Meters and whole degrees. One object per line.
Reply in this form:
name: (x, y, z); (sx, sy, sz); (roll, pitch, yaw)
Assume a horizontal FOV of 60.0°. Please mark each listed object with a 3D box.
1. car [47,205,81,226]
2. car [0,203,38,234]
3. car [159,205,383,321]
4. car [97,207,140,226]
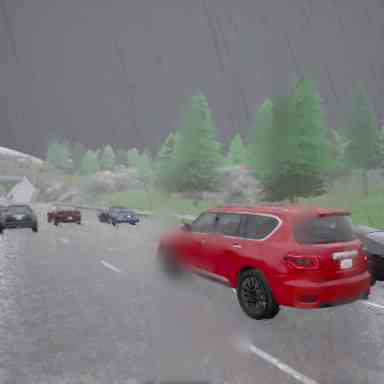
car: (-10.182, 1.769, 26.336); (1.882, 1.535, 5.008); (1, -1, -32)
car: (-11.292, 1.583, 21.478); (2.097, 1.767, 4.553); (1, -1, -30)
car: (1.210, 1.319, 7.886); (2.150, 2.045, 5.566); (1, -1, -31)
car: (-5.841, 1.844, 25.981); (2.033, 1.411, 5.357); (1, -1, -32)
